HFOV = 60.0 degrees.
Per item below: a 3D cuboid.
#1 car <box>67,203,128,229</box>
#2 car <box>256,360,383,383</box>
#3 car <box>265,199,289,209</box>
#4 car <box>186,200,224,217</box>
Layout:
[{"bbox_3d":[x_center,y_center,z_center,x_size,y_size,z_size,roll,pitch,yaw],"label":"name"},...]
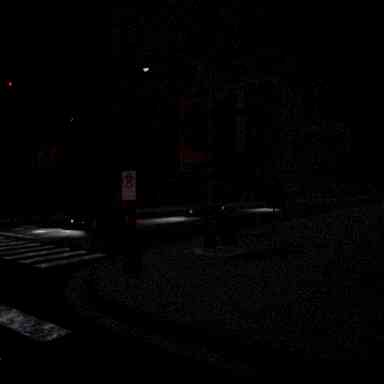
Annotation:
[{"bbox_3d":[-5.969,1.524,22.215,1.837,1.490,4.892,0,0,32],"label":"car"},{"bbox_3d":[2.150,1.551,1.312,4.403,1.369,2.008,0,0,36],"label":"car"},{"bbox_3d":[12.255,1.686,47.844,1.895,1.301,4.718,0,0,36],"label":"car"},{"bbox_3d":[1.327,1.532,32.496,2.128,1.511,4.902,0,0,35],"label":"car"}]
